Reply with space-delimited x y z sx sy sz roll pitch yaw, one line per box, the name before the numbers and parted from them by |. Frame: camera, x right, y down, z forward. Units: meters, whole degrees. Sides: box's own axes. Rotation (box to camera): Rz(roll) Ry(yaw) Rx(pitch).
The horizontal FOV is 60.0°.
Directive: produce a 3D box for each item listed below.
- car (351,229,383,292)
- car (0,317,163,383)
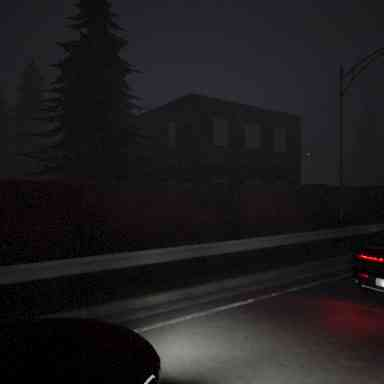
car | 5.673 1.510 7.796 4.892 1.490 1.837 0 0 -35
car | -2.365 1.525 2.065 4.674 1.442 1.812 0 0 -36
